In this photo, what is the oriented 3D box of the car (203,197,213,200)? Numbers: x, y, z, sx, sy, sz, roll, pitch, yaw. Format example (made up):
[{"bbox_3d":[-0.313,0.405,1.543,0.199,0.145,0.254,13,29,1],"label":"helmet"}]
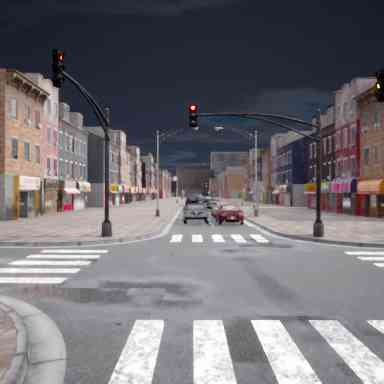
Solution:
[{"bbox_3d":[2.696,1.615,41.146,1.947,1.339,4.313,0,0,0],"label":"car"}]

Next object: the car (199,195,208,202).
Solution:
[{"bbox_3d":[2.752,1.635,80.904,1.967,1.590,4.097,0,0,0],"label":"car"}]

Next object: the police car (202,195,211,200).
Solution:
[{"bbox_3d":[3.097,1.546,62.387,1.930,1.638,5.238,0,0,0],"label":"police car"}]

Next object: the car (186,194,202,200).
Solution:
[{"bbox_3d":[0.129,1.313,54.293,2.150,2.045,5.566,0,0,1],"label":"car"}]

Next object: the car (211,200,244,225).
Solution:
[{"bbox_3d":[2.673,1.561,24.107,1.887,1.381,4.507,0,0,0],"label":"car"}]

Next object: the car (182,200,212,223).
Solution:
[{"bbox_3d":[0.242,1.566,25.934,2.033,1.411,5.357,0,0,-1],"label":"car"}]

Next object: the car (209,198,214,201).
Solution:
[{"bbox_3d":[2.682,1.550,29.957,1.752,1.417,4.829,0,0,0],"label":"car"}]

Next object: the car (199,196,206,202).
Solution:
[{"bbox_3d":[2.760,1.801,86.583,1.802,1.307,4.206,0,0,0],"label":"car"}]

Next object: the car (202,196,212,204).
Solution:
[{"bbox_3d":[3.122,1.675,69.277,1.812,1.442,4.674,0,0,0],"label":"car"}]
